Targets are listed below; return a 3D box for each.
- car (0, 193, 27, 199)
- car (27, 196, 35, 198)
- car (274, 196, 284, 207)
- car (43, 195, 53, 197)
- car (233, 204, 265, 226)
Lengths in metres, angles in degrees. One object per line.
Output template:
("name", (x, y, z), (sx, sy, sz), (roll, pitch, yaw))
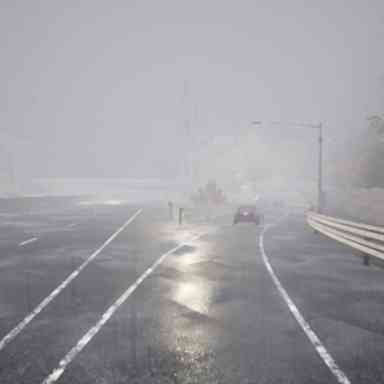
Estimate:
("car", (-26.348, 1.303, 48.394), (1.837, 1.490, 4.892), (0, 0, -5))
("car", (-31.337, 1.362, 63.994), (1.895, 1.301, 4.718), (0, 0, -6))
("car", (16.354, 2.003, 62.593), (1.895, 1.301, 4.718), (1, 2, 15))
("car", (-27.849, 1.290, 64.290), (1.837, 1.490, 4.892), (0, 0, -6))
("car", (4.996, 1.869, 28.598), (2.097, 1.767, 4.553), (1, -1, 19))
